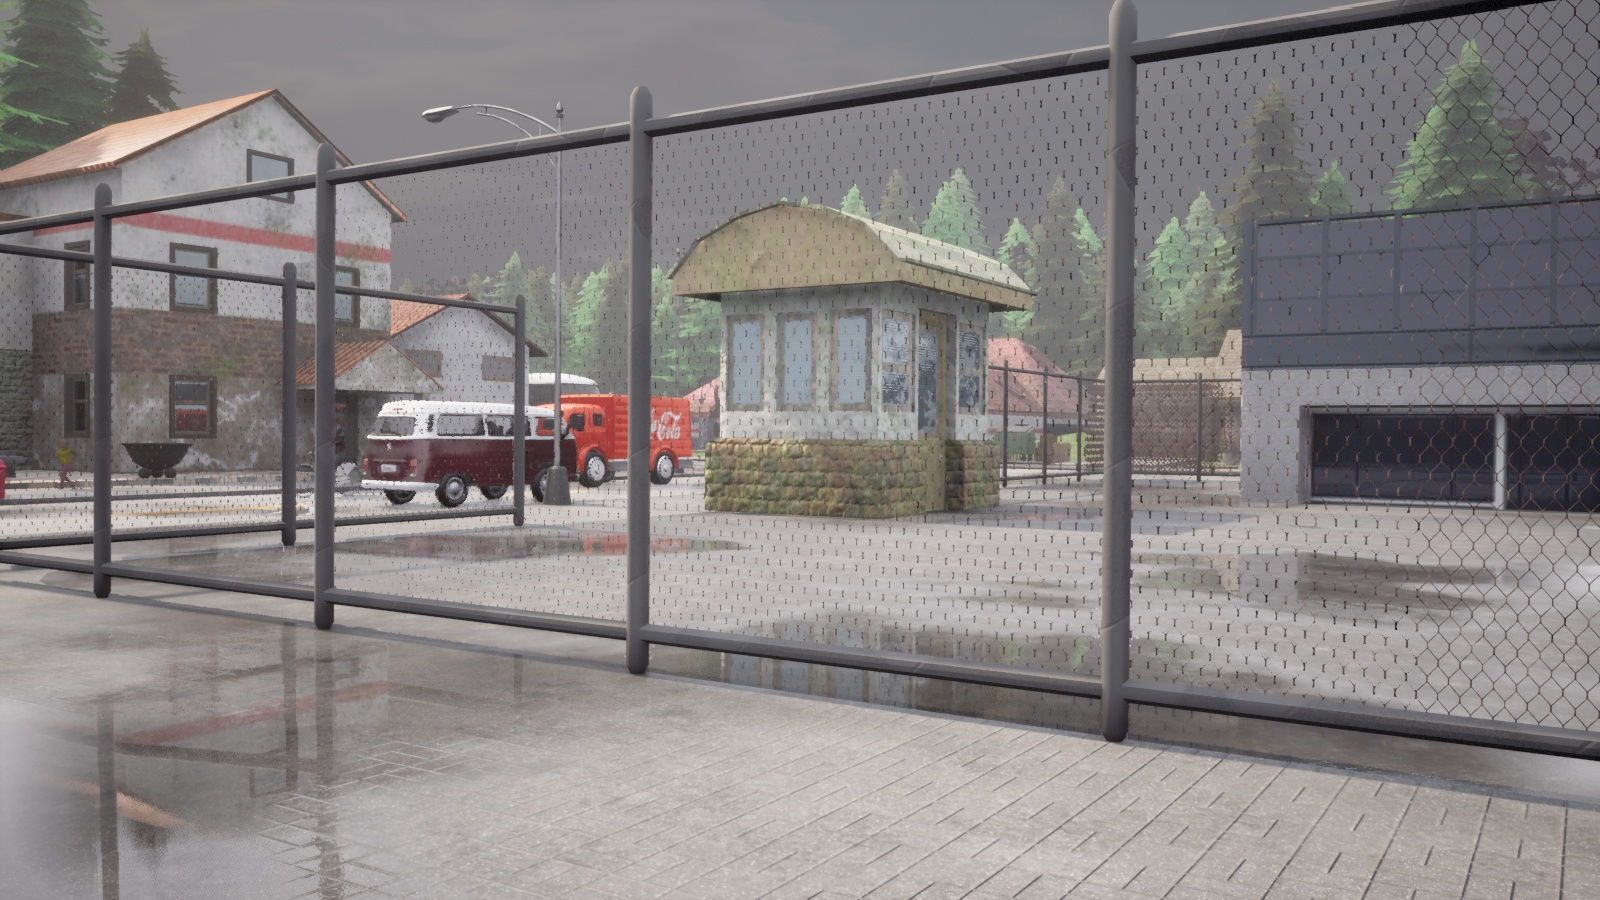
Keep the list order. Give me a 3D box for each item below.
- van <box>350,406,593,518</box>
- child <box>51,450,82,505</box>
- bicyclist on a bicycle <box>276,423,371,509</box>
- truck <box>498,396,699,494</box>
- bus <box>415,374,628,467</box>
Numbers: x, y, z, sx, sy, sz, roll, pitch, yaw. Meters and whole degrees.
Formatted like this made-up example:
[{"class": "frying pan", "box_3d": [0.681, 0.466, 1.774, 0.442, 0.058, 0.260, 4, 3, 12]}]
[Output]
[{"class": "van", "box_3d": [-6.482, 0.171, 25.267, 2.069, 2.038, 4.480, 0, 1, 33]}, {"class": "child", "box_3d": [-15.680, 0.591, 26.840, 0.299, 1.160, 0.473, 0, 1, 21]}, {"class": "bicyclist on a bicycle", "box_3d": [-10.179, 0.327, 26.881, 0.659, 1.776, 1.843, 0, 1, 32]}, {"class": "truck", "box_3d": [-5.409, -0.180, 34.427, 2.627, 2.467, 5.204, 0, 1, 32]}, {"class": "bus", "box_3d": [-13.741, -1.362, 61.640, 10.273, 4.253, 3.944, 0, 1, 31]}]
